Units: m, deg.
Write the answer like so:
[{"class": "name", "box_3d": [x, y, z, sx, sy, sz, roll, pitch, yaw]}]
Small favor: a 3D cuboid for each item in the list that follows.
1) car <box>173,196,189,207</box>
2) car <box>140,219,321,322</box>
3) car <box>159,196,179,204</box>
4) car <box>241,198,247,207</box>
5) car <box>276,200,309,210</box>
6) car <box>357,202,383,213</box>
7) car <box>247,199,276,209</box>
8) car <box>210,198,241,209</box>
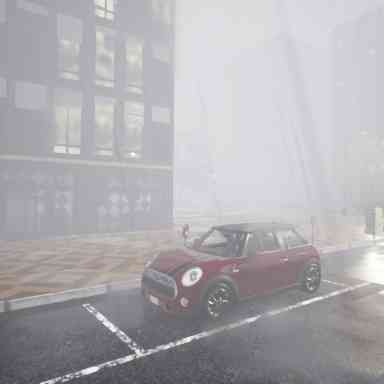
[{"class": "car", "box_3d": [-2.246, 1.733, 55.889, 1.887, 1.381, 4.507, 1, -1, -35]}, {"class": "car", "box_3d": [0.932, 1.442, 7.218, 4.097, 1.590, 1.967, 0, 1, -36]}, {"class": "car", "box_3d": [-5.249, 1.725, 74.611, 2.192, 1.841, 5.009, 1, -1, -35]}, {"class": "car", "box_3d": [7.873, 1.726, 56.108, 1.967, 1.590, 4.097, 1, -1, -35]}, {"class": "car", "box_3d": [14.434, 1.807, 46.856, 1.802, 1.307, 4.206, 1, -1, -35]}, {"class": "car", "box_3d": [20.995, 1.730, 37.606, 1.947, 1.339, 4.313, 1, -1, -35]}, {"class": "car", "box_3d": [11.154, 1.800, 51.482, 1.887, 1.381, 4.507, 1, -1, -35]}, {"class": "car", "box_3d": [4.315, 1.678, 46.638, 2.008, 1.369, 4.403, 1, -1, -35]}]
